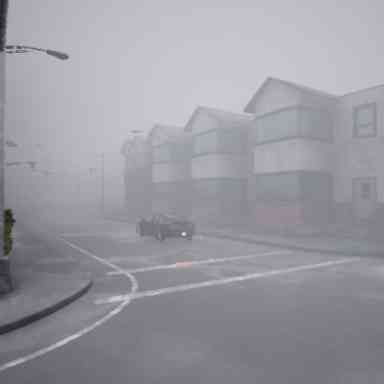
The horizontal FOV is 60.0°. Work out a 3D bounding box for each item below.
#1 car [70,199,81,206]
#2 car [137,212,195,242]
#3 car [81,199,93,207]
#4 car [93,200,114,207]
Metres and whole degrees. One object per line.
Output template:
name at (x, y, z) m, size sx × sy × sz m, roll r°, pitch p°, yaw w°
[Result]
car at (-29.846, 2.751, 89.575) m, size 3.866 × 1.878 × 1.905 m, roll 1°, pitch -1°, yaw -33°
car at (-1.579, 1.900, 18.714) m, size 1.837 × 1.490 × 4.892 m, roll 1°, pitch -2°, yaw -29°
car at (-22.942, 2.637, 78.804) m, size 5.027 × 1.636 × 2.152 m, roll 1°, pitch -1°, yaw -33°
car at (-19.207, 2.624, 73.574) m, size 3.806 × 1.475 × 1.970 m, roll 1°, pitch -1°, yaw -33°
